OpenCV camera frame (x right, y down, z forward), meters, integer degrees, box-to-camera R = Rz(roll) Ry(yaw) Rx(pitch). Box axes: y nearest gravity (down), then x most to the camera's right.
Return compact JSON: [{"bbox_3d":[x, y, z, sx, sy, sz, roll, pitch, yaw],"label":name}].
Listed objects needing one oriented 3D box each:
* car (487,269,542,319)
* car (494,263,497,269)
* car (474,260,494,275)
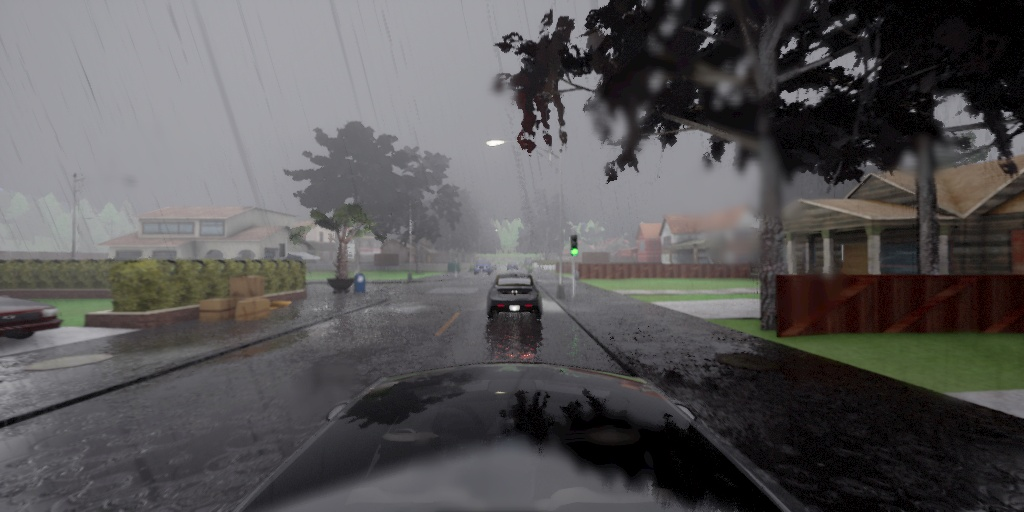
[{"bbox_3d":[0.094,1.400,13.617,1.837,1.490,4.892,0,-1,0],"label":"car"},{"bbox_3d":[-4.030,1.960,60.534,2.128,1.511,4.902,0,-1,0],"label":"car"},{"bbox_3d":[-4.064,1.567,50.488,2.150,2.045,5.566,0,-1,0],"label":"car"}]
